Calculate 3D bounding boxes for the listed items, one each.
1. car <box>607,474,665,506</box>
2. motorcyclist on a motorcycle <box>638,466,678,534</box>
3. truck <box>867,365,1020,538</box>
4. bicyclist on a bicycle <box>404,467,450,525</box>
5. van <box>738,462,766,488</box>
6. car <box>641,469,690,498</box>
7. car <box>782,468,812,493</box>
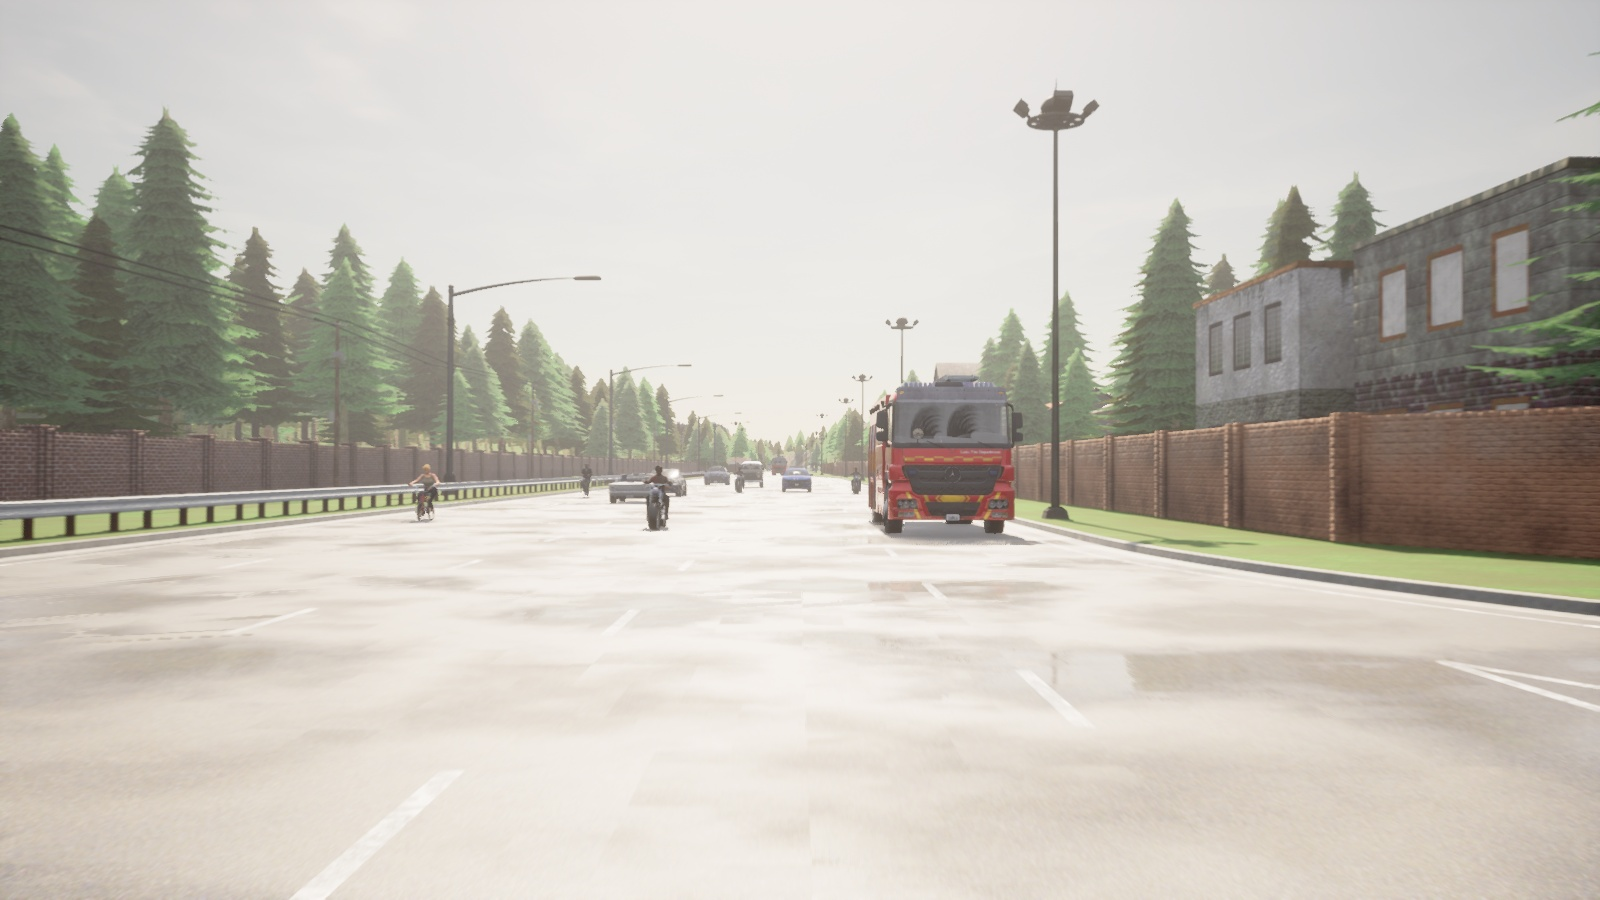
[{"bbox_3d":[-7.131,1.716,55.012,1.895,1.301,4.718,0,-1,0],"label":"car"},{"bbox_3d":[-3.576,1.224,31.808,0.766,1.649,2.350,0,-1,0],"label":"motorcyclist on a motorcycle"},{"bbox_3d":[3.420,0.086,32.175,2.891,3.827,8.468,0,-1,0],"label":"truck"},{"bbox_3d":[-10.580,1.293,35.649,0.866,1.612,1.509,0,-1,0],"label":"bicyclist on a bicycle"},{"bbox_3d":[-3.735,1.933,98.033,2.069,2.038,4.480,0,-1,0],"label":"van"},{"bbox_3d":[-7.160,1.790,67.311,2.163,1.488,4.792,0,-1,0],"label":"car"},{"bbox_3d":[-0.193,1.933,81.010,1.882,1.535,5.008,0,-1,0],"label":"car"}]
